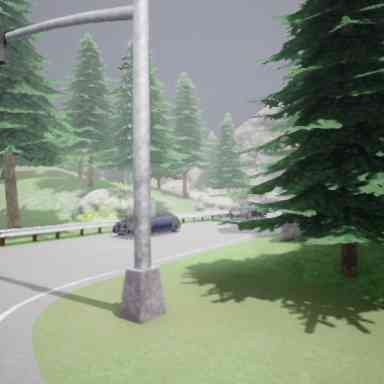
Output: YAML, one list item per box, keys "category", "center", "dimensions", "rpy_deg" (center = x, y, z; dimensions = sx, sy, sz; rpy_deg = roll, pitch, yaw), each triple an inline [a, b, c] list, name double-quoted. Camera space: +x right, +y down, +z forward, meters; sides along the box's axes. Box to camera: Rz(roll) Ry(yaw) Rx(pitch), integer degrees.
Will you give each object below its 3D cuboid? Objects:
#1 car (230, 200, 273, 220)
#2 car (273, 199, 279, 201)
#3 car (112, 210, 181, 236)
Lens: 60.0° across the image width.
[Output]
- category: "car"
  center: [4.989, 1.649, 29.499]
  dimensions: [2.128, 1.511, 4.902]
  rpy_deg: [-1, 0, 35]
- category: "car"
  center: [11.448, 1.728, 46.414]
  dimensions: [1.837, 1.490, 4.892]
  rpy_deg: [0, -1, -8]
- category: "car"
  center: [-2.474, 1.720, 18.853]
  dimensions: [1.994, 1.385, 4.181]
  rpy_deg: [-1, 0, 35]
